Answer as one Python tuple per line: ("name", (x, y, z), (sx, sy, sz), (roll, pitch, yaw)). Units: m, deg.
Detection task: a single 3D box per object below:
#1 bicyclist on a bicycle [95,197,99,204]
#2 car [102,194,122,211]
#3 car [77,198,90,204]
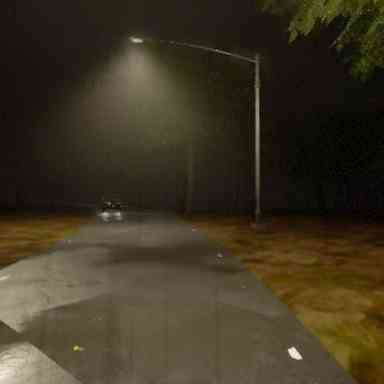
("bicyclist on a bicycle", (-21.539, 1.983, 75.558), (0.866, 1.612, 1.509), (1, -2, -29))
("car", (-10.004, 1.298, 41.276), (2.150, 2.045, 5.566), (0, -1, -18))
("car", (-27.102, 2.323, 84.135), (1.994, 1.385, 4.181), (0, -1, -28))
